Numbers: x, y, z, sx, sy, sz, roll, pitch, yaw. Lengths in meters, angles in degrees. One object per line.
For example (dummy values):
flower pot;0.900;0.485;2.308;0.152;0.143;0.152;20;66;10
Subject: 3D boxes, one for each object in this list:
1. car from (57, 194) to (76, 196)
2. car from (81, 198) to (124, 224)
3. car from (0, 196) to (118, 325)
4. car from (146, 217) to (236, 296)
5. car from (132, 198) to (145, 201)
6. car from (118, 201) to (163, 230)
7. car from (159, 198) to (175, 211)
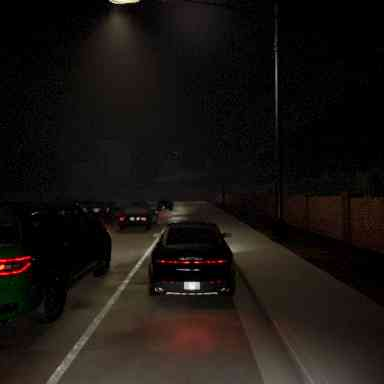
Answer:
car;-17.483;1.240;45.764;2.150;2.045;5.566;0;0;0
car;-6.812;1.364;25.838;2.097;1.767;4.553;0;0;0
car;-3.396;1.226;7.277;2.150;2.045;5.566;0;0;0
car;0.000;1.508;8.652;1.837;1.490;4.892;0;0;0
car;-6.808;1.544;42.338;1.812;1.442;4.674;0;0;0
car;-3.334;1.557;21.213;2.033;1.411;5.357;0;0;0
car;-3.310;1.522;41.585;1.837;1.490;4.892;0;0;0
